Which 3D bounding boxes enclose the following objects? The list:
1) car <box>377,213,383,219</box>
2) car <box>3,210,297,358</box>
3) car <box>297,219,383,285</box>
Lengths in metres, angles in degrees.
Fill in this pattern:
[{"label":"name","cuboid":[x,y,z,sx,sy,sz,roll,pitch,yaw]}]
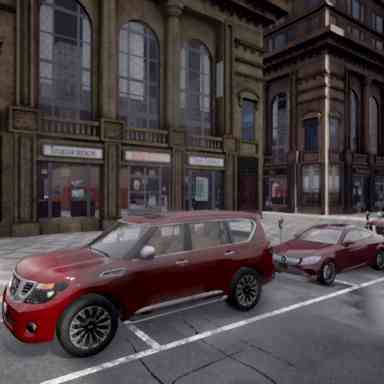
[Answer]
[{"label":"car","cuboid":[8.536,1.314,12.679,5.009,1.841,2.192,0,0,-35]},{"label":"car","cuboid":[-0.606,1.315,6.202,5.009,1.841,2.192,0,0,-35]},{"label":"car","cuboid":[3.964,1.581,9.441,4.206,1.307,1.802,0,0,-35]}]
